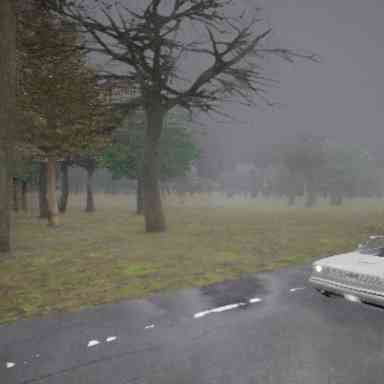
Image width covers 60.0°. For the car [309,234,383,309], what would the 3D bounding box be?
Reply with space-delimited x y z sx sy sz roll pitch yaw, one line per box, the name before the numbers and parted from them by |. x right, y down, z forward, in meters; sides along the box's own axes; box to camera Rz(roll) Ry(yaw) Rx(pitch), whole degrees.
car | 4.711 1.629 7.350 4.718 1.301 1.895 0 0 -35
